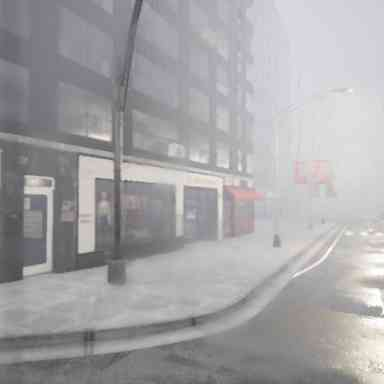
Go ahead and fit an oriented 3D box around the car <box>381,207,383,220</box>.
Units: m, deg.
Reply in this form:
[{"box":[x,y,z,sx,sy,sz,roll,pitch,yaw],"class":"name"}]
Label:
[{"box":[29.202,3.380,49.358,2.128,1.511,4.902,-1,-3,28],"class":"car"}]
